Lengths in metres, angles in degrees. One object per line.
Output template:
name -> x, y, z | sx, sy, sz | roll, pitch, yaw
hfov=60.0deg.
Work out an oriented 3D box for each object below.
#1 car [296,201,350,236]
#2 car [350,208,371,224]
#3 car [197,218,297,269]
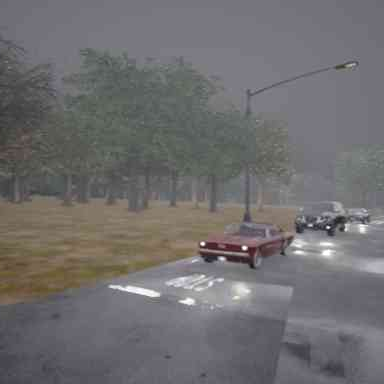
car -> 8.467, 1.627, 21.668 | 2.150, 2.045, 5.566 | 0, -1, 34
car -> 16.117, 2.288, 32.455 | 1.812, 1.442, 4.674 | 0, -2, 36
car -> 2.099, 1.769, 12.011 | 1.895, 1.301, 4.718 | 0, -1, 33
